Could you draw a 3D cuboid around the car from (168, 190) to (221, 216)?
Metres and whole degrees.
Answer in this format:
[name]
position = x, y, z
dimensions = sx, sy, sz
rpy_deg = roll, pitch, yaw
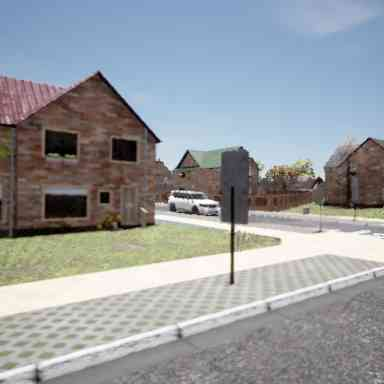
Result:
[car]
position = 0.085, 0.953, 28.170
dimensions = 2.150, 2.045, 5.566
rpy_deg = 1, 2, -36
